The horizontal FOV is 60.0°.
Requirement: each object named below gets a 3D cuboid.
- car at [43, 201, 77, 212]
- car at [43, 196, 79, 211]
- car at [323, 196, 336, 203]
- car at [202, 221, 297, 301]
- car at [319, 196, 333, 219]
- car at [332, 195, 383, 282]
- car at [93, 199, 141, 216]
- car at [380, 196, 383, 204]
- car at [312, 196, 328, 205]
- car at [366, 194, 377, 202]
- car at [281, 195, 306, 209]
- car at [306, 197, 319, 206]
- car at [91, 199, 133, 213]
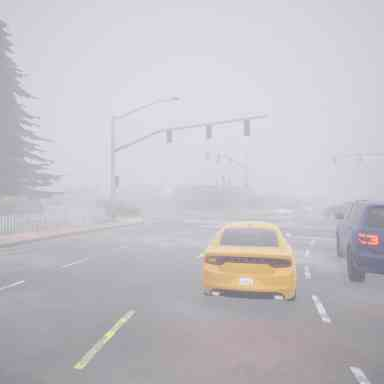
[{"bbox_3d":[-15.011,1.581,37.705,4.674,1.442,1.812,0,0,32],"label":"car"},{"bbox_3d":[-16.939,1.407,43.044,4.553,1.767,2.097,0,0,32],"label":"car"},{"bbox_3d":[29.182,1.524,70.581,1.812,1.442,4.674,0,0,32],"label":"car"},{"bbox_3d":[1.513,1.478,8.484,1.882,1.535,5.008,0,0,12],"label":"car"},{"bbox_3d":[13.602,1.397,28.302,4.553,1.767,2.097,0,0,32],"label":"car"},{"bbox_3d":[5.479,1.221,9.507,2.150,2.045,5.566,0,0,19],"label":"car"},{"bbox_3d":[-7.172,1.560,32.794,4.892,1.490,1.837,0,0,34],"label":"car"},{"bbox_3d":[37.167,1.478,63.482,1.882,1.535,5.008,0,0,32],"label":"car"},{"bbox_3d":[23.930,1.563,62.102,1.994,1.385,4.181,0,0,32],"label":"car"},{"bbox_3d":[43.008,1.355,79.695,2.097,1.767,4.553,0,0,32],"label":"car"},{"bbox_3d":[13.550,1.491,45.350,2.128,1.511,4.902,0,0,32],"label":"car"},{"bbox_3d":[18.698,1.526,53.694,1.812,1.442,4.674,0,0,31],"label":"car"},{"bbox_3d":[-9.226,1.560,38.216,4.892,1.490,1.837,0,0,32],"label":"car"}]
